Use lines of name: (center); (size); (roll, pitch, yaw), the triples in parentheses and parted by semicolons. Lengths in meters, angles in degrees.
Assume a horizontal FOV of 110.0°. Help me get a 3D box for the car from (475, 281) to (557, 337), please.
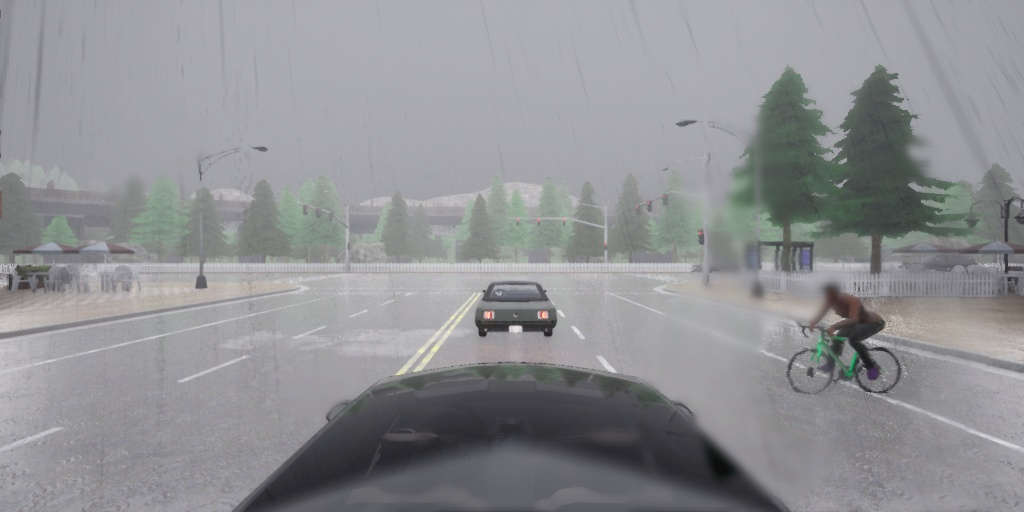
car: (0.074, 1.346, 10.240); (1.895, 1.301, 4.718); (0, 0, 0)

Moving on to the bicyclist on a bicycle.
bicyclist on a bicycle: (4.774, 1.199, 5.166); (1.656, 1.620, 0.582); (-1, 0, 0)

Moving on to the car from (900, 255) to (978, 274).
car: (43.463, 0.897, 36.572); (5.566, 2.045, 2.150); (0, 0, 12)

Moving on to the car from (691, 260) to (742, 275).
car: (21.494, 1.162, 37.671); (4.902, 1.511, 2.128); (0, 0, 0)
